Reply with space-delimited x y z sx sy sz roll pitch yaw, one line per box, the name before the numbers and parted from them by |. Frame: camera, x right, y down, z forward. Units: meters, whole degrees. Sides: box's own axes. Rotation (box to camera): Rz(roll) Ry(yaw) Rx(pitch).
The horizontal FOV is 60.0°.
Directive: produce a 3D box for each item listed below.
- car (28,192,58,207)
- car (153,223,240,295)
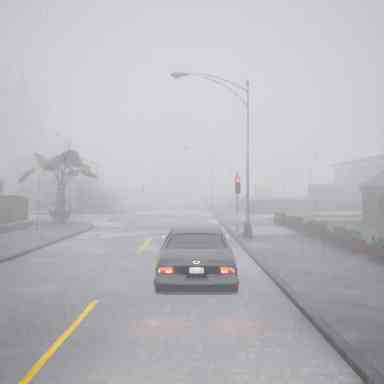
car | -19.744 0.985 43.924 1.905 1.878 3.866 0 0 35
car | 0.100 1.547 8.879 2.033 1.411 5.357 0 0 0
